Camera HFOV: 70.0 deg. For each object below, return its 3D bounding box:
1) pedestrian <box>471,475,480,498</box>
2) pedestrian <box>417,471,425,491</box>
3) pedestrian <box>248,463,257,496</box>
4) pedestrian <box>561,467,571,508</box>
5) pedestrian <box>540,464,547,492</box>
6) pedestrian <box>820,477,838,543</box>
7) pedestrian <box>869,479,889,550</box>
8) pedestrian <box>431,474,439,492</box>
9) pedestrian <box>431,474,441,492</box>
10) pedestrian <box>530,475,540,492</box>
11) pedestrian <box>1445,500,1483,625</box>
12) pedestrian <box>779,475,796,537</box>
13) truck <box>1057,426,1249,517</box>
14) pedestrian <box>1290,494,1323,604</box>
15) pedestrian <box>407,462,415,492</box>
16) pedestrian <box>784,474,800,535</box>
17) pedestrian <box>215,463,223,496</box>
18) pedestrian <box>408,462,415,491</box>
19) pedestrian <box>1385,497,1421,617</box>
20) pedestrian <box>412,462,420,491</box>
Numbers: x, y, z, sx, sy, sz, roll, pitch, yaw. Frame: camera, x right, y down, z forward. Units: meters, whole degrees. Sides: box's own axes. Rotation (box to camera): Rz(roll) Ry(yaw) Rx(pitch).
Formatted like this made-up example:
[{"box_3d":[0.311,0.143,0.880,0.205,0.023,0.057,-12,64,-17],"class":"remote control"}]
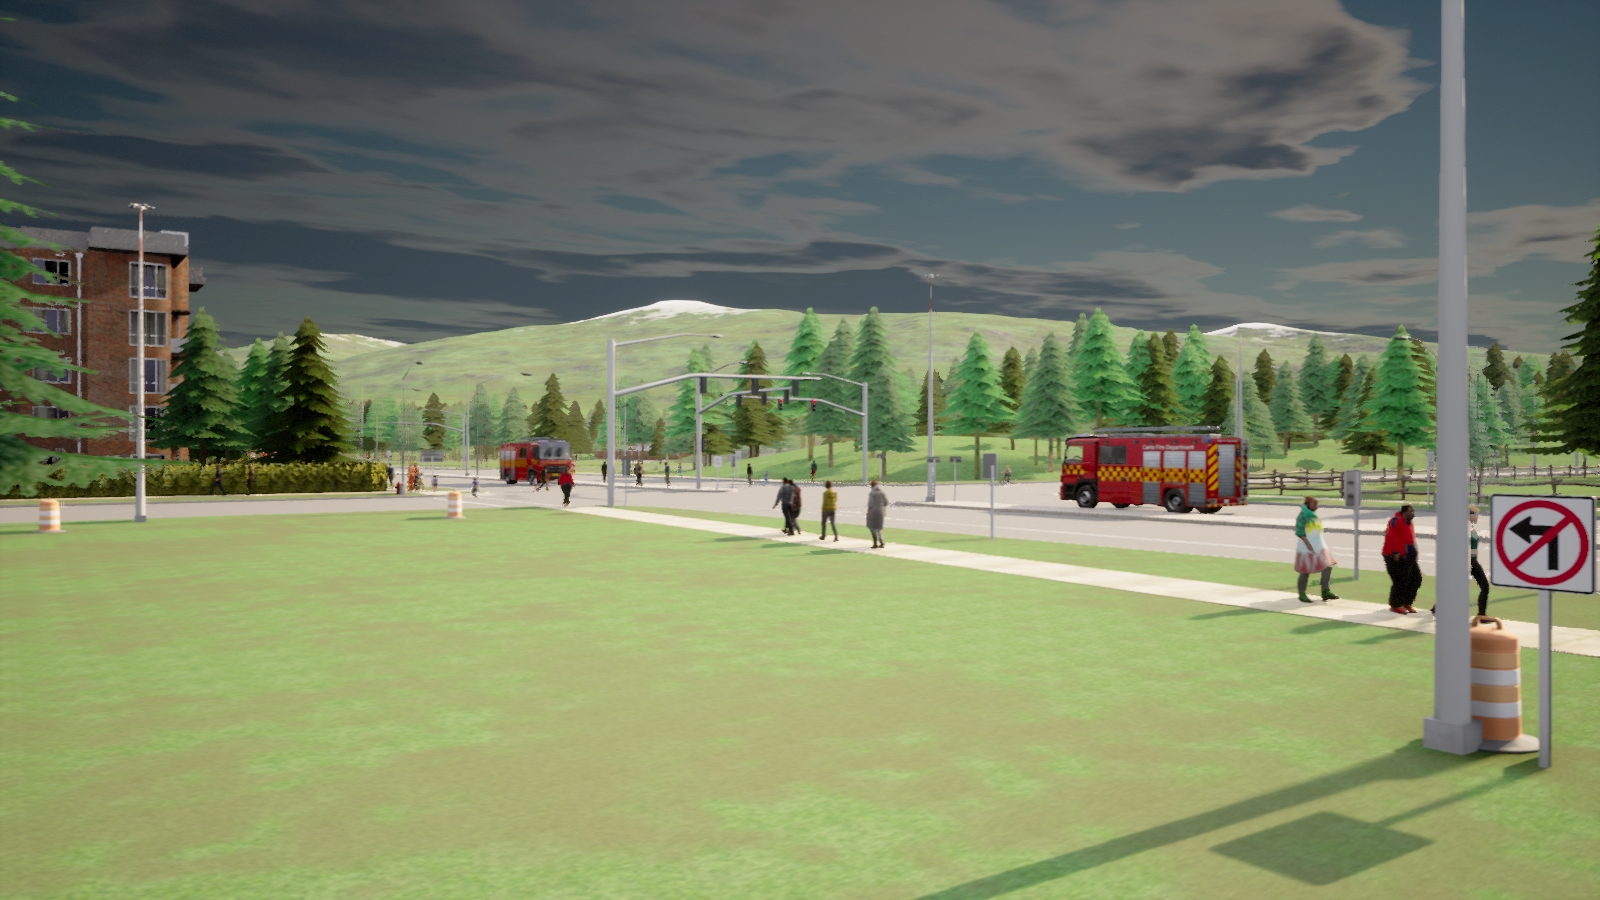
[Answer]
[{"box_3d":[-18.815,2.128,66.178,0.375,1.300,0.375,0,0,-43],"class":"pedestrian"},{"box_3d":[-24.163,1.976,72.869,0.375,1.300,0.375,0,0,-41],"class":"pedestrian"},{"box_3d":[-31.578,1.696,65.906,0.375,1.860,0.375,0,0,-35],"class":"pedestrian"},{"box_3d":[-10.677,1.696,52.124,0.375,1.860,0.375,0,0,-31],"class":"pedestrian"},{"box_3d":[-17.039,1.848,75.900,0.375,1.860,0.375,0,0,-38],"class":"pedestrian"},{"box_3d":[0.814,1.696,32.487,0.375,1.860,0.375,0,0,-30],"class":"pedestrian"},{"box_3d":[2.081,1.696,30.205,0.375,1.860,0.375,0,0,-29],"class":"pedestrian"},{"box_3d":[-22.856,2.074,71.504,0.500,1.100,0.500,0,0,-19],"class":"pedestrian"},{"box_3d":[-22.603,2.076,70.941,0.500,1.100,0.500,0,0,-4],"class":"pedestrian"},{"box_3d":[-17.487,2.228,75.299,0.500,1.100,0.500,0,0,-37],"class":"pedestrian"},{"box_3d":[10.114,1.696,17.402,0.375,1.860,0.375,0,0,-32],"class":"pedestrian"},{"box_3d":[-0.385,1.696,34.596,0.375,1.860,0.375,0,0,-30],"class":"pedestrian"},{"box_3d":[15.957,0.890,52.402,2.891,3.827,8.468,0,0,-34],"class":"truck"},{"box_3d":[8.753,1.697,19.748,0.375,1.860,0.375,0,0,-28],"class":"pedestrian"},{"box_3d":[-24.646,1.696,72.373,0.375,1.860,0.375,0,0,8],"class":"pedestrian"},{"box_3d":[-0.247,1.696,35.532,0.375,1.860,0.375,0,0,-29],"class":"pedestrian"},{"box_3d":[-33.038,1.696,64.930,0.375,1.860,0.375,0,0,-32],"class":"pedestrian"},{"box_3d":[-24.901,1.695,73.279,0.375,1.860,0.375,0,0,-10],"class":"pedestrian"},{"box_3d":[9.632,1.696,18.255,0.375,1.860,0.375,0,0,-31],"class":"pedestrian"},{"box_3d":[-24.848,1.696,73.878,0.375,1.860,0.375,0,0,-41],"class":"pedestrian"}]
